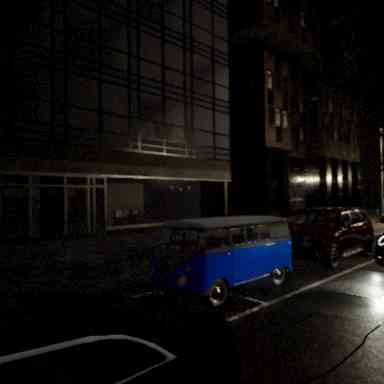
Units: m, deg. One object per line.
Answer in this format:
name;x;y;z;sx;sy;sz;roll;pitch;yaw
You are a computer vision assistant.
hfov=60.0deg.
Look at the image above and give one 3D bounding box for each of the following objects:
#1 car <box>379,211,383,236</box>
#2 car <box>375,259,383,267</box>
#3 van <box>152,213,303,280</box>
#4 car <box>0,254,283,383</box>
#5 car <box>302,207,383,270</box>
car;12.952;1.761;19.751;4.403;1.369;2.008;0;-2;-44
car;7.716;1.463;10.882;4.553;1.767;2.097;0;-2;-44
van;0.833;1.498;8.076;3.998;1.788;1.690;0;-2;-44
car;-1.688;1.564;1.945;4.902;1.511;2.128;0;-2;-44
car;4.871;1.490;11.969;5.009;1.841;2.192;0;-2;-44
